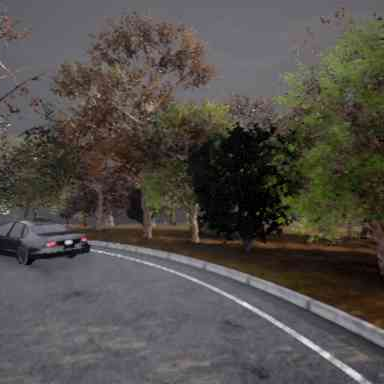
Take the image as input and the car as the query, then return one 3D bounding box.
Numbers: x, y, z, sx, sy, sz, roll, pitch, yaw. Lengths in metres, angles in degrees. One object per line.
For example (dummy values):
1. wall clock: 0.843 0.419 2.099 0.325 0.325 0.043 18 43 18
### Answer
1. car: -6.008 1.714 12.255 5.357 1.411 2.033 -1 -1 37
